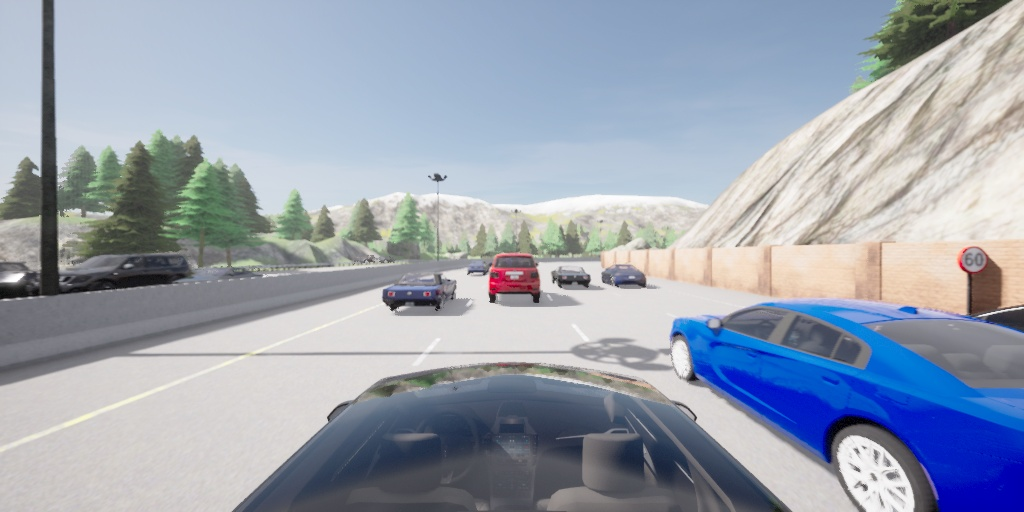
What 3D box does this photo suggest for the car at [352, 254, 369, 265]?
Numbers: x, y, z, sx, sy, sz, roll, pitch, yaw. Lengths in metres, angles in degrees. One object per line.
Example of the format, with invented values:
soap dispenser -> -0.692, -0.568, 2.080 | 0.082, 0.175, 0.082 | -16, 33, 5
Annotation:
car -> -23.218, 0.491, 56.574 | 2.097, 1.767, 4.553 | 0, 0, 10

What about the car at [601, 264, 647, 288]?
car -> 7.101, 1.224, 23.198 | 1.994, 1.385, 4.181 | 0, 0, 0

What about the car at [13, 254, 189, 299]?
car -> -17.599, 0.910, 16.263 | 2.150, 2.045, 5.566 | 0, 0, 0

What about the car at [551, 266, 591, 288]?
car -> 3.601, 1.263, 22.772 | 1.895, 1.301, 4.718 | 0, 0, 0

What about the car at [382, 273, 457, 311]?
car -> -3.399, 1.299, 14.162 | 1.895, 1.301, 4.718 | 0, 0, 0

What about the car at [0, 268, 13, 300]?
car -> -21.100, 1.295, 15.147 | 1.895, 1.301, 4.718 | 0, 0, 0

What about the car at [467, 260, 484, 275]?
car -> -3.397, 1.152, 36.304 | 2.033, 1.411, 5.357 | 0, 0, 0

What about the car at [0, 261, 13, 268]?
car -> -24.599, 1.042, 16.010 | 2.097, 1.767, 4.553 | 0, 0, 0

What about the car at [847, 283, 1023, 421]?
car -> 7.100, 1.244, 4.158 | 1.837, 1.490, 4.892 | 0, 0, 0

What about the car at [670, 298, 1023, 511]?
car -> 3.600, 1.217, 4.081 | 1.882, 1.535, 5.008 | 0, 0, 0

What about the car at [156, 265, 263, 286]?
car -> -14.099, 1.248, 17.401 | 1.994, 1.385, 4.181 | 0, 0, 0

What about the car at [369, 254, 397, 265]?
car -> -19.772, 0.639, 55.958 | 1.837, 1.490, 4.892 | 0, 0, 10

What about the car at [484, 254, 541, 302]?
car -> 0.101, 0.909, 16.620 | 2.150, 2.045, 5.566 | 0, 0, 0
